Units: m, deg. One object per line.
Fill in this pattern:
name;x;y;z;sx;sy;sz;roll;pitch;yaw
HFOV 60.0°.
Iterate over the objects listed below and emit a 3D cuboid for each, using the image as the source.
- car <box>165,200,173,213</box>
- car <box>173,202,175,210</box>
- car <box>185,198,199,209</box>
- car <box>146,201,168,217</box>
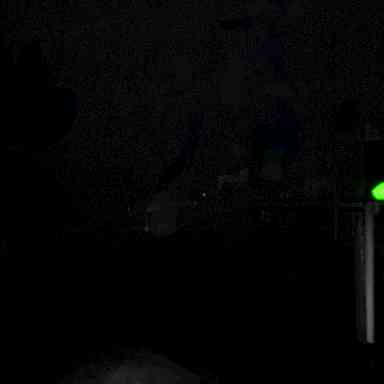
car;-4.093;2.157;47.414;1.812;1.442;4.674;0;-1;0
car;-4.075;2.115;57.345;2.097;1.767;4.553;0;-1;0
car;-0.007;2.023;60.203;2.150;2.045;5.566;0;-1;0
car;-4.093;2.037;38.368;1.812;1.442;4.674;0;-1;0
